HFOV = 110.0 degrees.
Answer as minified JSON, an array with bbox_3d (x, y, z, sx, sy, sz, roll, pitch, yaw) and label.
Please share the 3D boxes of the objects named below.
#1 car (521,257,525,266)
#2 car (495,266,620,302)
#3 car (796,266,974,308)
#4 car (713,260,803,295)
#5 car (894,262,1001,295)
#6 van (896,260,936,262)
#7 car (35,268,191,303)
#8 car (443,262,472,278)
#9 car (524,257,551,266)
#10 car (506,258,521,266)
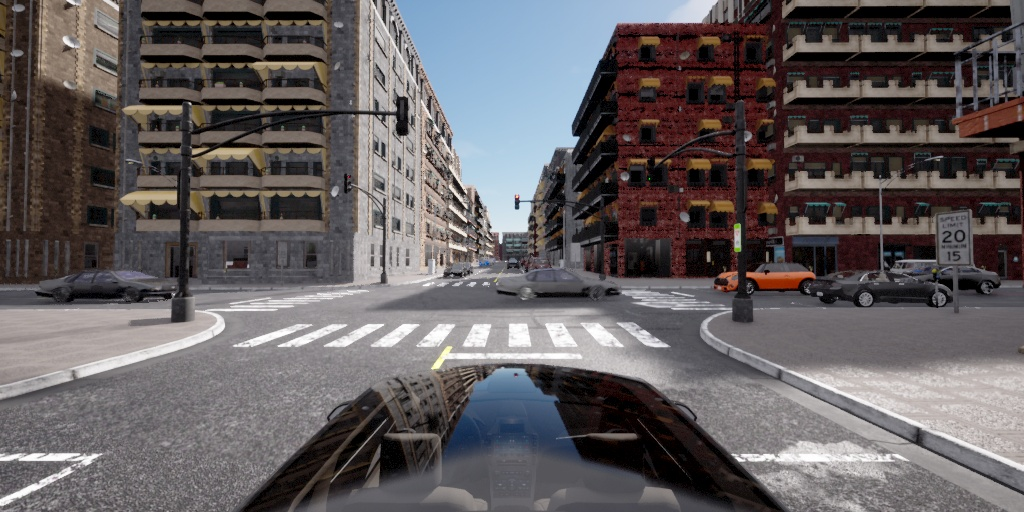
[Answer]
[{"bbox_3d":[2.617,1.086,44.895,2.192,1.841,5.009,0,0,0],"label":"car"},{"bbox_3d":[1.942,1.266,15.988,5.357,1.411,2.033,0,-1,0],"label":"car"},{"bbox_3d":[13.759,1.185,13.466,4.403,1.370,2.007,0,0,0],"label":"car"},{"bbox_3d":[13.224,1.102,18.929,4.553,1.767,2.097,0,-1,1],"label":"car"},{"bbox_3d":[22.419,1.220,18.865,4.902,1.511,2.128,0,-1,0],"label":"car"},{"bbox_3d":[24.926,1.115,21.305,3.998,1.789,1.690,0,0,0],"label":"van"},{"bbox_3d":[-17.734,1.324,16.057,5.357,1.411,2.033,0,-1,0],"label":"car"},{"bbox_3d":[-5.277,1.328,33.736,1.948,1.339,4.313,0,0,0],"label":"car"},{"bbox_3d":[2.604,1.076,33.772,2.192,1.841,5.009,0,0,0],"label":"car"},{"bbox_3d":[0.156,1.287,50.639,1.837,1.490,4.892,0,0,0],"label":"car"}]
